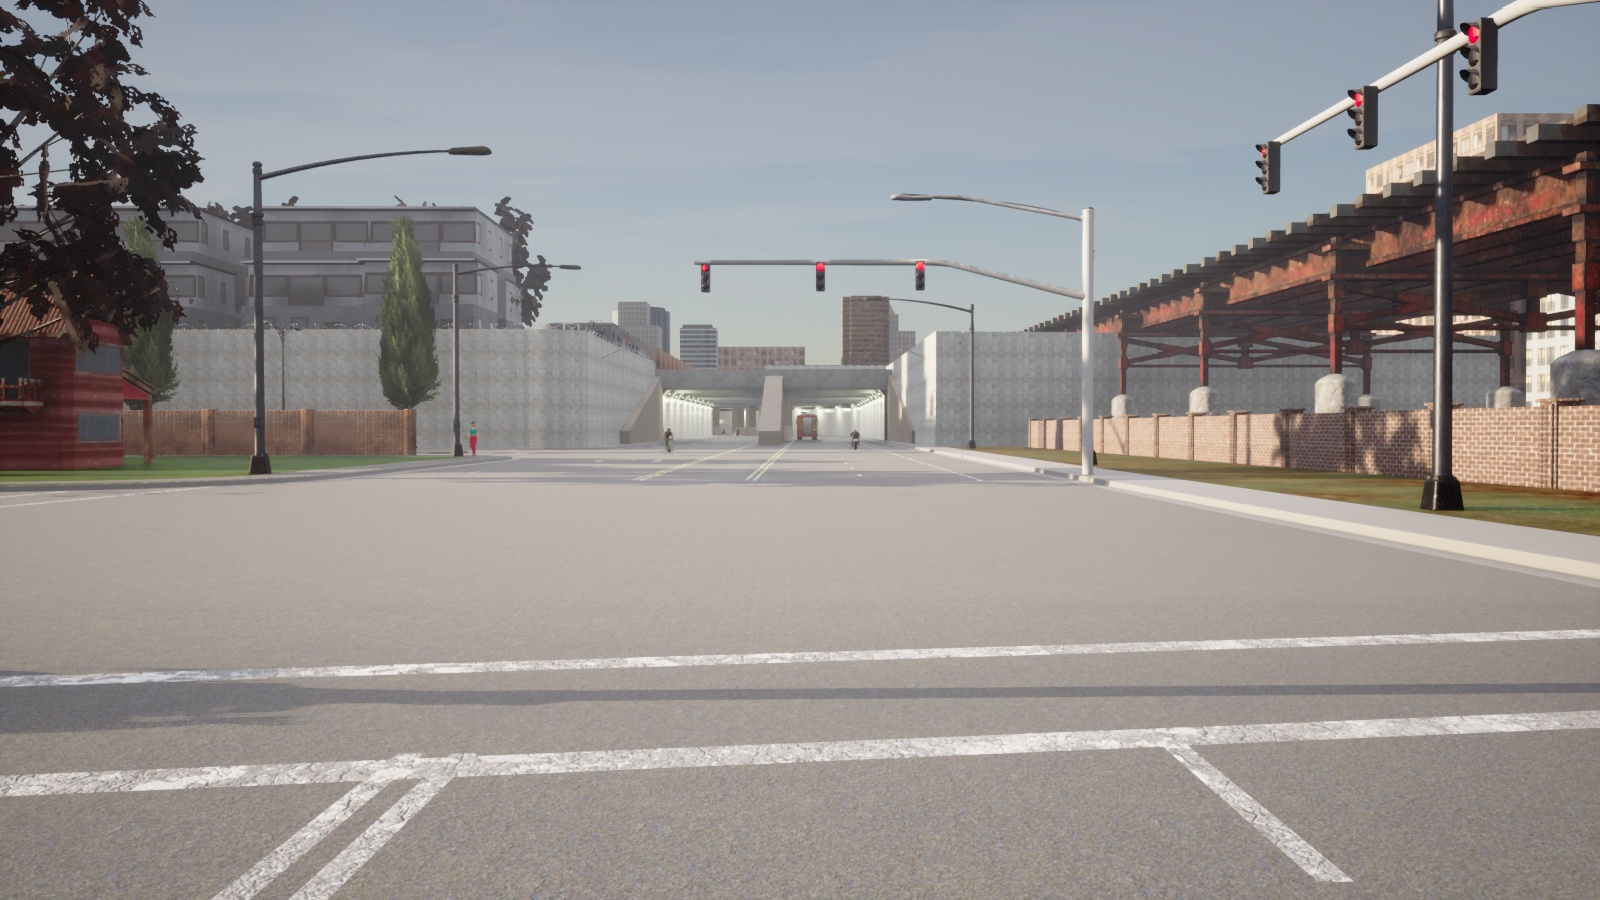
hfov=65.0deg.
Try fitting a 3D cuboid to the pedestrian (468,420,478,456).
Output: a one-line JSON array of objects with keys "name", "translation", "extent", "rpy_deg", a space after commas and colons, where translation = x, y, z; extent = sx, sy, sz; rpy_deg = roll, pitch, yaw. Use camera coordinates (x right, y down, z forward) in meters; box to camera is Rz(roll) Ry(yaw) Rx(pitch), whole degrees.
[{"name": "pedestrian", "translation": [-16.775, -0.620, 64.444], "extent": [0.345, 1.836, 0.594], "rpy_deg": [0, 1, -1]}]
